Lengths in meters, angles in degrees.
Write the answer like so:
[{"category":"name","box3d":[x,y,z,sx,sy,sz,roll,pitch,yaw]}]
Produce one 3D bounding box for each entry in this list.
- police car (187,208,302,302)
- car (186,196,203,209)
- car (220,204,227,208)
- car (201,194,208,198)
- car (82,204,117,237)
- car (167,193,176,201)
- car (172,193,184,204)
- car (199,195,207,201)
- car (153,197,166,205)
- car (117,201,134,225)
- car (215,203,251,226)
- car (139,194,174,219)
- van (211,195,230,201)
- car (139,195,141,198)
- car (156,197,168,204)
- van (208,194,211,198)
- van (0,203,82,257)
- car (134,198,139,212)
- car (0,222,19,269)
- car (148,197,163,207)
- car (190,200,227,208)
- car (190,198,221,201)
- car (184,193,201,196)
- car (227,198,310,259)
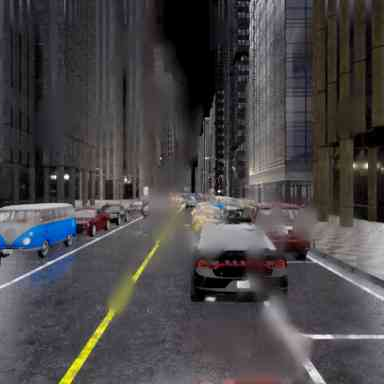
[{"category":"police car","box3d":[0.918,1.424,8.431,1.930,1.638,5.238,0,0,0]},{"category":"car","box3d":[0.145,1.564,45.642,1.994,1.385,4.181,0,0,0]},{"category":"car","box3d":[2.805,1.564,18.113,1.947,1.339,4.313,0,0,0]},{"category":"car","box3d":[2.915,1.319,63.063,2.192,1.841,5.009,0,0,0]},{"category":"car","box3d":[-5.721,1.543,18.117,1.887,1.381,4.507,0,0,0]},{"category":"car","box3d":[-5.545,1.334,89.918,2.192,1.841,5.009,0,0,0]},{"category":"car","box3d":[-2.843,1.357,65.321,2.097,1.767,4.553,0,0,0]},{"category":"car","box3d":[2.980,1.570,89.917,2.008,1.369,4.403,0,0,0]},{"category":"car","box3d":[-5.624,1.585,57.445,1.802,1.307,4.206,0,0,0]},{"category":"car","box3d":[-5.707,1.564,23.736,1.947,1.339,4.313,0,0,0]},{"category":"car","box3d":[2.818,1.549,23.732,2.008,1.369,4.403,0,0,0]},{"category":"car","box3d":[-3.024,1.350,29.277,2.097,1.767,4.553,0,0,0]},{"category":"van","box3d":[2.832,1.339,29.351,1.690,1.788,3.998,0,0,0]},{"category":"car","box3d":[-5.666,1.314,40.590,2.192,1.841,5.009,0,0,0]},{"category":"car","box3d":[-5.610,1.586,63.064,1.802,1.307,4.206,0,0,0]},{"category":"van","box3d":[2.846,1.339,34.969,1.690,1.788,3.998,0,0,0]},{"category":"van","box3d":[-5.734,1.340,12.499,1.690,1.788,3.998,0,0,0]},{"category":"car","box3d":[-5.679,1.580,34.972,1.802,1.307,4.206,0,0,0]},{"category":"car","box3d":[-5.748,1.565,6.881,1.947,1.339,4.313,0,0,0]},{"category":"car","box3d":[-5.638,1.546,51.827,1.887,1.381,4.507,0,0,0]},{"category":"car","box3d":[0.929,1.454,18.512,1.801,1.575,5.366,0,0,0]},{"category":"car","box3d":[0.911,1.454,24.512,1.801,1.575,5.366,0,0,0]},{"category":"car","box3d":[0.148,1.225,60.969,2.150,2.045,5.566,0,0,0]},{"category":"car","box3d":[2.791,1.313,12.494,2.192,1.841,5.009,0,0,0]}]
